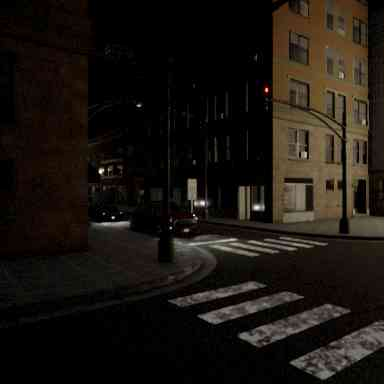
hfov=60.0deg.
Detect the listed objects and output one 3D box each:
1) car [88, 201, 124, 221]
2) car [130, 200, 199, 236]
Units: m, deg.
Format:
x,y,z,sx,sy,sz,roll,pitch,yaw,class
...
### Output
x,y,z,sx,sy,sz,roll,pitch,yaw,class
-7.123,1.411,25.747,2.033,1.411,5.357,0,0,-35,car
-1.573,1.266,17.968,2.097,1.767,4.553,0,0,-36,car
